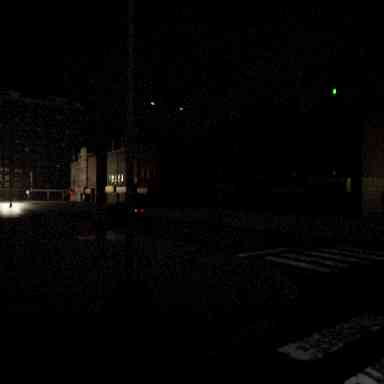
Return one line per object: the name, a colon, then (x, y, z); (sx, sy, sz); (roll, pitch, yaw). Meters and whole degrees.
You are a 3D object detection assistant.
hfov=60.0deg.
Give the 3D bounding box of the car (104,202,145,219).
car: (-6.165, 1.611, 29.833); (2.033, 1.411, 5.357); (1, 0, -35)
